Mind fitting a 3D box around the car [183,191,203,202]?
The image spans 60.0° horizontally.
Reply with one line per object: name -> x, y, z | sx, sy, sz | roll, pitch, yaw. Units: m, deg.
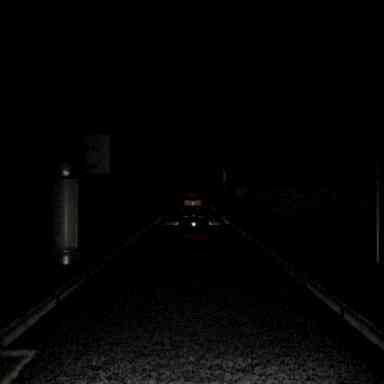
car -> 0.106, 1.313, 40.561 | 2.150, 2.045, 5.566 | 0, 1, 0

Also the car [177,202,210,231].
car -> 0.104, 1.654, 21.841 | 1.837, 1.490, 4.892 | 0, -1, 0
